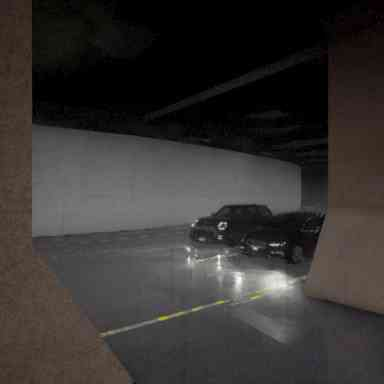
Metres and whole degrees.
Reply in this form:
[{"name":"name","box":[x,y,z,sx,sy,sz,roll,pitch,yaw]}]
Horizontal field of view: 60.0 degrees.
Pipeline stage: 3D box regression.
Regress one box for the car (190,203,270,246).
[{"name":"car","box":[2.028,1.352,15.168,4.553,1.767,2.097,0,0,-44]}]

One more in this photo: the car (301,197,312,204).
[{"name":"car","box":[20.293,1.601,62.517,1.895,1.301,4.718,0,0,-21]}]

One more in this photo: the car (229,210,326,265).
[{"name":"car","box":[3.732,1.505,11.950,4.892,1.490,1.837,0,0,-43]}]
